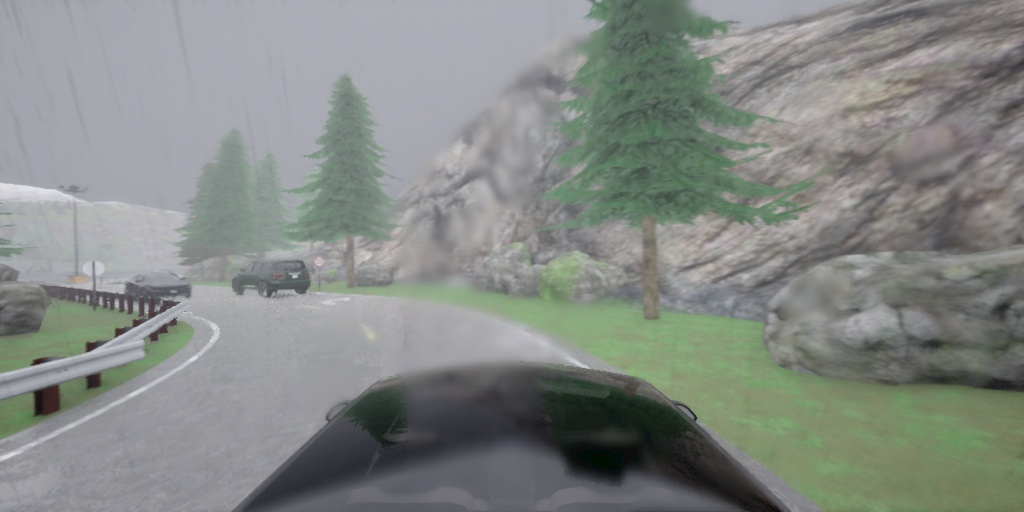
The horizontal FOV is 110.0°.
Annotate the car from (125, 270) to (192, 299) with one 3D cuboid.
[{"bbox_3d":[-20.060,1.672,20.309,5.008,1.535,1.882,-1,0,32],"label":"car"}]

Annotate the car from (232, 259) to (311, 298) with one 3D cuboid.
[{"bbox_3d":[-14.008,1.255,20.858,5.566,2.045,2.150,-1,0,32],"label":"car"}]

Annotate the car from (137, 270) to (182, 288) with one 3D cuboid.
[{"bbox_3d":[-31.073,1.960,31.560,4.674,1.442,1.812,-1,0,33],"label":"car"}]
